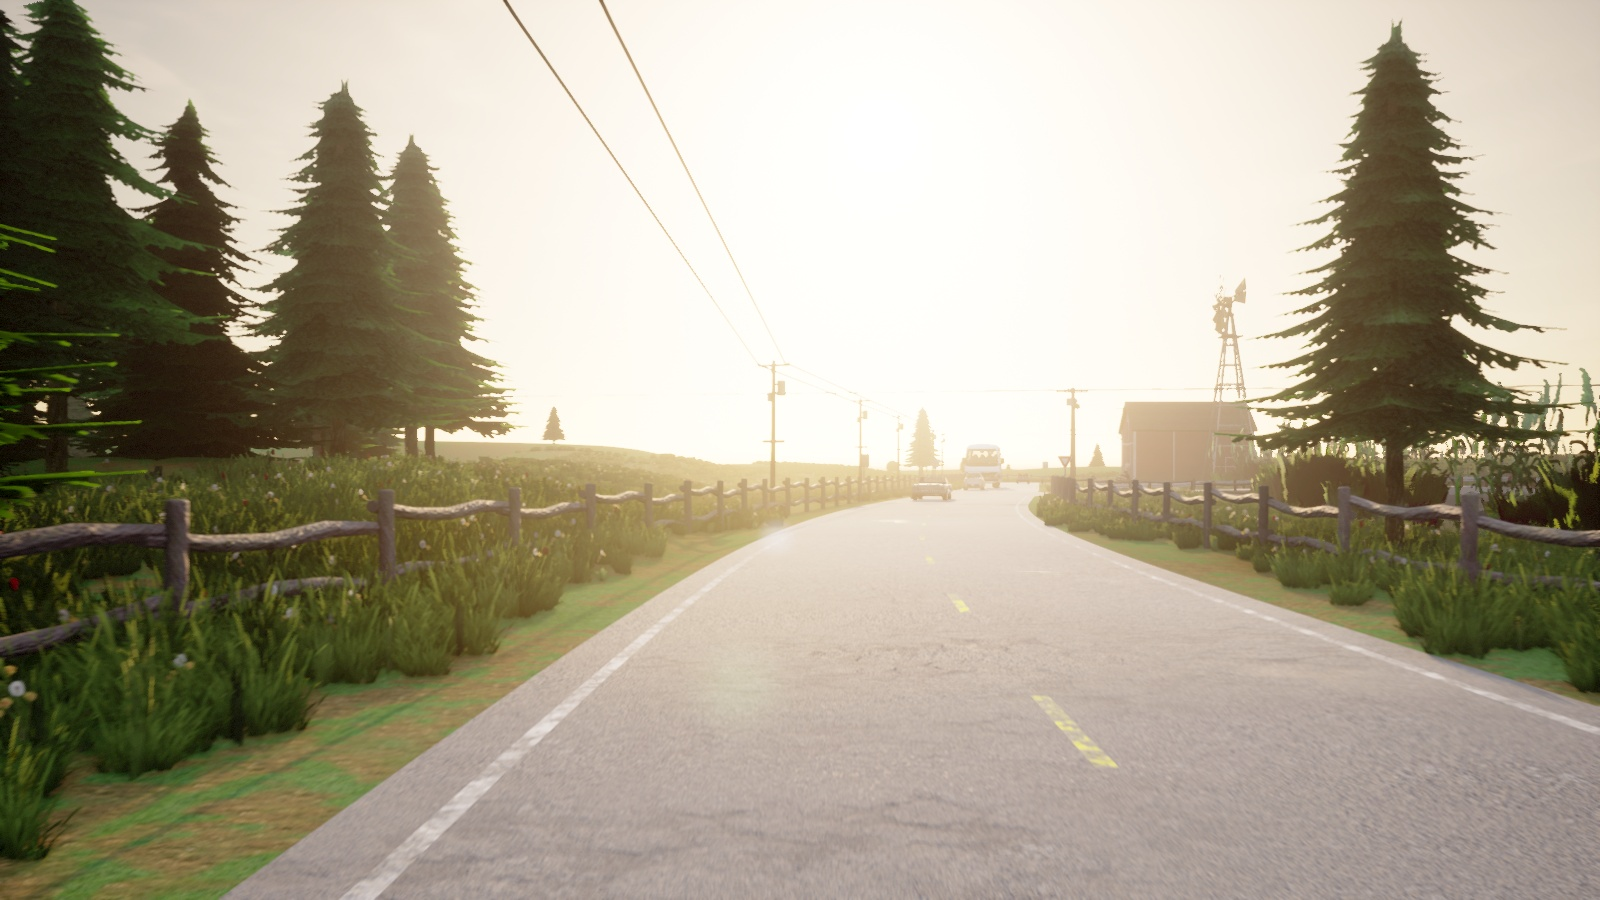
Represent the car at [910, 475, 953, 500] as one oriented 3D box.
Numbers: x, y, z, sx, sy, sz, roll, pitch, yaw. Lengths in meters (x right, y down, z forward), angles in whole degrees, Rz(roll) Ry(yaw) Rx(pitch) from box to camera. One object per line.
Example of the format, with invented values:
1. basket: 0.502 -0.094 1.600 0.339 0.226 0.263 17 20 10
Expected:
1. car: 7.230 2.034 68.512 1.895 1.301 4.718 0 -1 11
